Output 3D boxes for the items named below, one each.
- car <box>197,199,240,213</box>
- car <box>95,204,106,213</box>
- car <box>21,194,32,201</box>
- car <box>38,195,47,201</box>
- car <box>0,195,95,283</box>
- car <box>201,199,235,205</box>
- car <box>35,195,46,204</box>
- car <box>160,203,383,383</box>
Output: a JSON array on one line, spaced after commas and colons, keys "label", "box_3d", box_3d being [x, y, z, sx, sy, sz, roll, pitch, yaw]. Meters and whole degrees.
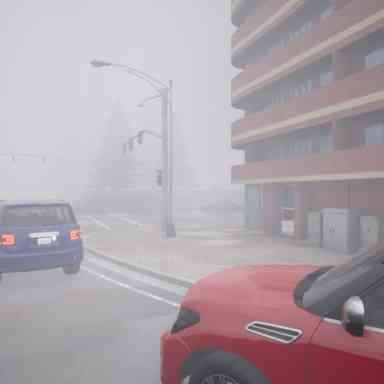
[{"label": "car", "box_3d": [3.058, 1.581, 38.831, 4.674, 1.442, 1.812, 0, 0, -23]}, {"label": "car", "box_3d": [-11.558, 1.600, 33.773, 5.357, 1.411, 2.033, 0, 0, -6]}, {"label": "car", "box_3d": [-40.312, 1.355, 81.153, 2.097, 1.767, 4.553, 0, 0, -23]}, {"label": "car", "box_3d": [-37.098, 1.540, 82.537, 2.033, 1.411, 5.357, 0, 0, -23]}, {"label": "car", "box_3d": [-4.965, 1.221, 9.841, 2.150, 2.045, 5.566, 0, 0, -36]}, {"label": "car", "box_3d": [3.100, 1.656, 35.080, 4.718, 1.301, 1.895, 0, 0, -22]}, {"label": "car", "box_3d": [-30.506, 1.478, 66.983, 1.882, 1.535, 5.008, 0, 0, -23]}, {"label": "car", "box_3d": [2.322, 1.221, 2.472, 5.566, 2.045, 2.150, 0, 0, 36]}]
